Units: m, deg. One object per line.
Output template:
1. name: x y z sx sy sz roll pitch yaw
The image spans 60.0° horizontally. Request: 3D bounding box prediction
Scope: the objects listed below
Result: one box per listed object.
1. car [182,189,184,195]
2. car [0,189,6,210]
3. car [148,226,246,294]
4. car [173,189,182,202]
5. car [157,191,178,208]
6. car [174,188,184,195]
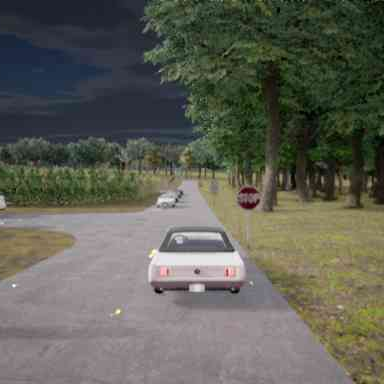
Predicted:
1. car: -2.799 0.421 56.600 1.994 1.385 4.181 0 2 0
2. car: -16.399 0.720 23.719 5.566 2.045 2.150 0 2 -6
3. car: 0.102 1.512 8.530 1.895 1.301 4.718 0 1 0
4. car: -2.825 0.705 46.691 1.812 1.442 4.674 0 2 0
5. car: -2.830 0.962 37.309 1.812 1.442 4.674 0 1 0
6. car: -2.731 -0.070 70.169 1.895 1.301 4.718 0 2 0
